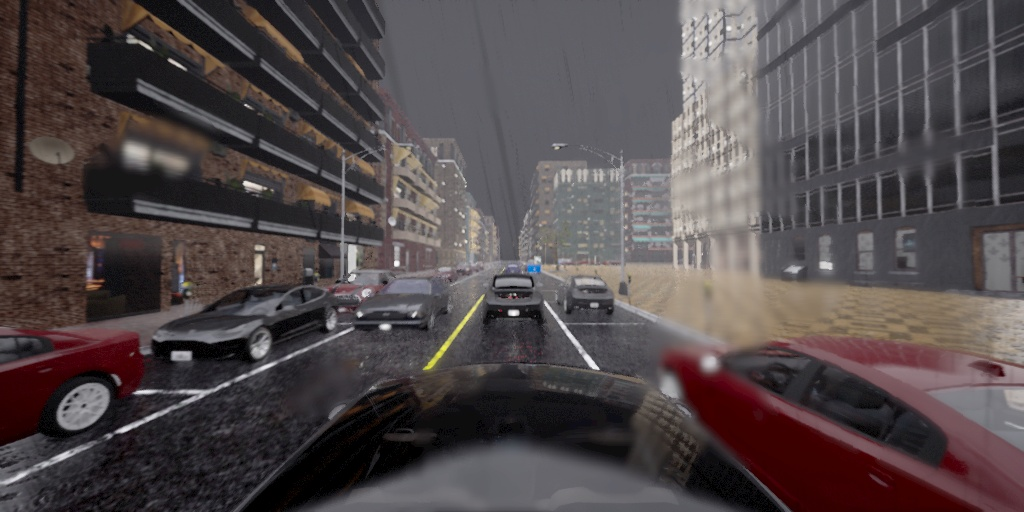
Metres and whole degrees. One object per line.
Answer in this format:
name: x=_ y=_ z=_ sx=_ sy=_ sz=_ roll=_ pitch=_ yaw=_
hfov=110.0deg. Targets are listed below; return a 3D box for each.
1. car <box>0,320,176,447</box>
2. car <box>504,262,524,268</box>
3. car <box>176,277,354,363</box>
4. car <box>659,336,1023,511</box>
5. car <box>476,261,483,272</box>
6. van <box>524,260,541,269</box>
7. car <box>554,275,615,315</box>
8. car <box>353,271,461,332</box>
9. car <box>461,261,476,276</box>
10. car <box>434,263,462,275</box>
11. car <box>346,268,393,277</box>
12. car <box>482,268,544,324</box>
car: x=-5.689 y=1.302 z=2.777 sx=1.888 sy=1.381 sz=4.507 roll=0 pitch=0 yaw=0
car: x=0.096 y=1.554 z=40.920 sx=1.812 sy=1.442 sz=4.674 roll=0 pitch=0 yaw=0
car: x=-5.689 y=1.362 z=8.347 sx=1.948 sy=1.339 sz=4.313 roll=0 pitch=0 yaw=0
car: x=2.692 y=1.303 z=2.777 sx=1.888 sy=1.381 sz=4.507 roll=0 pitch=0 yaw=0
car: x=-5.773 y=1.696 z=52.903 sx=1.802 sy=1.307 sz=4.207 roll=0 pitch=0 yaw=0
van: x=2.715 y=1.400 z=45.152 sx=1.690 sy=1.789 sz=3.998 roll=0 pitch=0 yaw=0
car: x=2.691 y=1.387 z=13.916 sx=2.007 sy=1.370 sz=4.403 roll=0 pitch=0 yaw=0
car: x=-3.101 y=1.366 z=11.433 sx=2.033 sy=1.411 sz=5.357 roll=0 pitch=0 yaw=0
car: x=-5.698 y=1.474 z=41.764 sx=1.967 sy=1.591 sz=4.097 roll=0 pitch=0 yaw=0
car: x=-5.692 y=1.536 z=30.625 sx=1.802 sy=1.307 sz=4.207 roll=0 pitch=0 yaw=0
car: x=-5.690 y=1.275 z=13.916 sx=1.967 sy=1.591 sz=4.097 roll=0 pitch=0 yaw=0
car: x=0.033 y=1.331 z=12.334 sx=1.837 sy=1.490 sz=4.892 roll=0 pitch=0 yaw=0
